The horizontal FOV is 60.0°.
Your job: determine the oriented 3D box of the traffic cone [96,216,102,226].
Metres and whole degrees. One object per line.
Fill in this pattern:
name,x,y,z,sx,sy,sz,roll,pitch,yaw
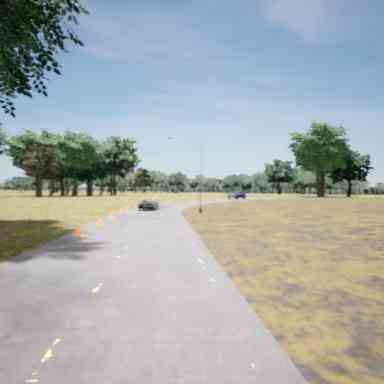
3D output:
traffic cone,-5.780,1.798,20.719,0.340,0.580,0.340,1,0,-5

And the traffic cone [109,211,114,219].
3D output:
traffic cone,-6.203,1.768,25.701,0.340,0.580,0.340,1,0,-5

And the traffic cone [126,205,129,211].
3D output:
traffic cone,-6.933,1.710,35.836,0.340,0.580,0.340,1,0,-1

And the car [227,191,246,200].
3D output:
car,10.490,0.709,77.656,2.150,2.045,5.566,1,1,44

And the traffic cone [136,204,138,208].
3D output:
traffic cone,-6.804,1.687,41.046,0.340,0.580,0.340,1,0,4

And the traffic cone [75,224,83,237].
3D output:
traffic cone,-5.357,1.828,15.737,0.340,0.580,0.340,1,0,-5

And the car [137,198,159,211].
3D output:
car,-4.848,1.391,37.150,1.895,1.301,4.718,1,0,1
